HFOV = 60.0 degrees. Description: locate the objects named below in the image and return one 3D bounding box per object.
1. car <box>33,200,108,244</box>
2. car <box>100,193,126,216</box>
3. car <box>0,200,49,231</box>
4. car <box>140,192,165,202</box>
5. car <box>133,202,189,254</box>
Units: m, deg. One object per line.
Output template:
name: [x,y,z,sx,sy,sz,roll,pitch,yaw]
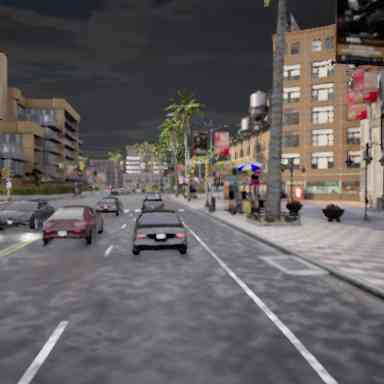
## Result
car: [-4.985,1.295,14.363,1.812,1.442,4.674,0,1,-7]
car: [-6.636,1.110,26.930,2.033,1.411,5.357,0,1,-7]
car: [-9.155,1.213,18.591,1.837,1.490,4.892,0,1,-7]
car: [-3.427,1.004,29.534,2.128,1.511,4.902,0,1,-7]
car: [-1.236,1.339,12.503,2.033,1.411,5.357,0,1,-7]
